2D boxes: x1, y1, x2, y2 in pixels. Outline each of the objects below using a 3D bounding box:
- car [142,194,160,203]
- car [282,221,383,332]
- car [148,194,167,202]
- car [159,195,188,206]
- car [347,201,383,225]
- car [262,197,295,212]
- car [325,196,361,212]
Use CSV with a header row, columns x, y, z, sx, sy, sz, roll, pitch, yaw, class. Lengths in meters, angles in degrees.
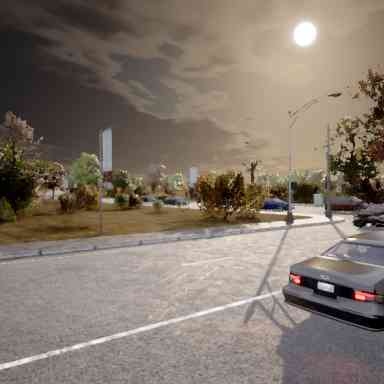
x,y,z,sx,sy,sz,roll,pitch,yaw,class
-8.142,1.333,62.744,2.128,1.511,4.902,0,0,-38,car
4.134,1.531,6.714,5.357,1.411,2.033,0,0,-36,car
-7.682,1.275,73.398,1.882,1.535,5.008,0,0,-38,car
-2.429,1.362,49.983,1.837,1.490,4.892,0,1,-39,car
11.863,1.442,20.527,5.357,1.411,2.033,0,1,-43,car
8.792,1.330,36.078,1.882,1.535,5.008,0,0,-39,car
15.729,1.179,33.068,2.097,1.767,4.553,0,0,-39,car
